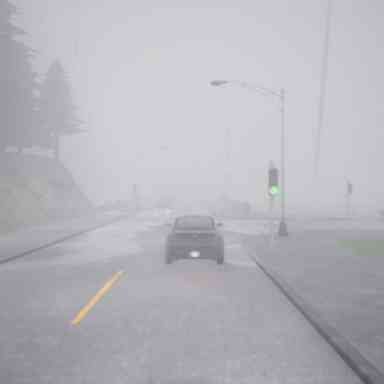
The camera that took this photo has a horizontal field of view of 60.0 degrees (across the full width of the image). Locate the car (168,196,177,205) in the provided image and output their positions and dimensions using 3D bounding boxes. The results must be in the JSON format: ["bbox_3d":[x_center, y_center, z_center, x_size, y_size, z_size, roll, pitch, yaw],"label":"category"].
[{"bbox_3d":[-4.013,1.526,63.848,2.097,1.767,4.553,0,0,0],"label":"car"}]

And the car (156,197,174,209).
[{"bbox_3d":[-4.078,1.730,47.321,1.895,1.301,4.718,0,0,0],"label":"car"}]

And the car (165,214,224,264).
[{"bbox_3d":[0.087,1.538,11.922,1.837,1.490,4.892,0,0,0],"label":"car"}]
